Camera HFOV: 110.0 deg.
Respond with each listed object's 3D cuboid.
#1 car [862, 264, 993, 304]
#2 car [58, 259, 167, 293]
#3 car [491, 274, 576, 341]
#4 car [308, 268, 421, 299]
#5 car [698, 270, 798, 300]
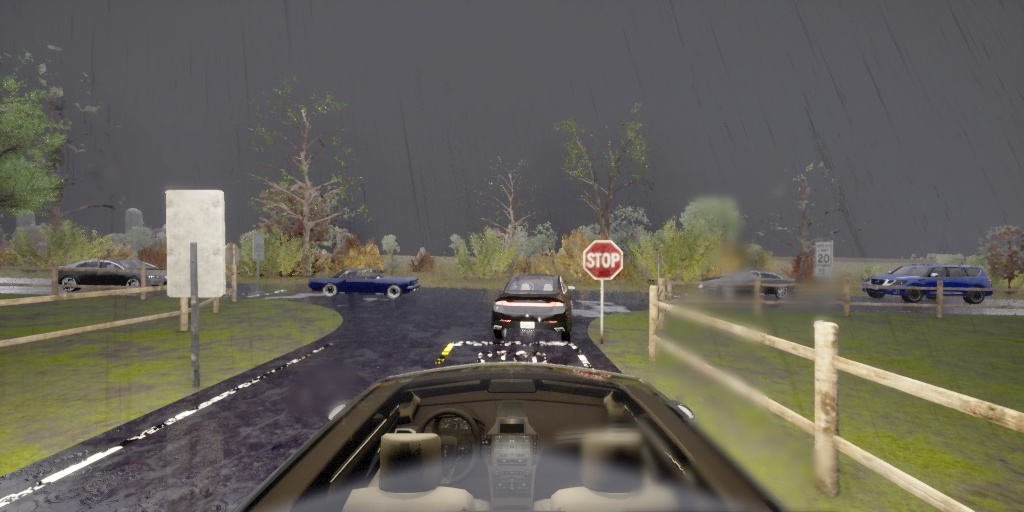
[{"bbox_3d":[22.907,1.467,19.873,5.566,2.045,2.150,1,1,0],"label":"car"},{"bbox_3d":[-18.483,0.886,16.990,4.902,1.511,2.128,1,1,0],"label":"car"},{"bbox_3d":[0.710,1.240,9.934,2.128,1.511,4.902,0,0,9],"label":"car"},{"bbox_3d":[-6.815,1.249,16.969,4.718,1.301,1.895,1,1,0],"label":"car"},{"bbox_3d":[13.012,1.526,19.888,4.902,1.511,2.128,1,1,0],"label":"car"}]
